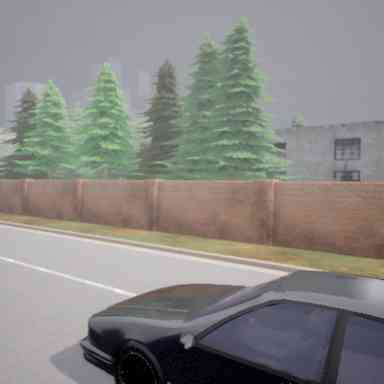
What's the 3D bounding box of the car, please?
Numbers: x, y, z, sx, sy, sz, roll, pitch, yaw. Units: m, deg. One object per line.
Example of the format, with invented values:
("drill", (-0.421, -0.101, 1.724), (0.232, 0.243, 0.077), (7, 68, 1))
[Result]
("car", (1.322, 1.532, 3.057), (5.357, 1.411, 2.033), (2, 1, 35))
